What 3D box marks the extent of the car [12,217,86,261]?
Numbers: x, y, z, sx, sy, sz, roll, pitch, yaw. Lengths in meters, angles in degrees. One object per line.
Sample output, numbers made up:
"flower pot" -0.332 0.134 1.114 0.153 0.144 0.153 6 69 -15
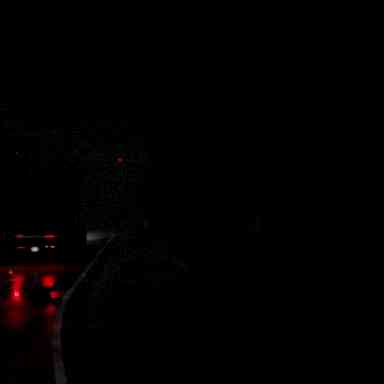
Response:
"car" -5.550 1.745 13.482 2.128 1.511 4.902 0 -1 -8
